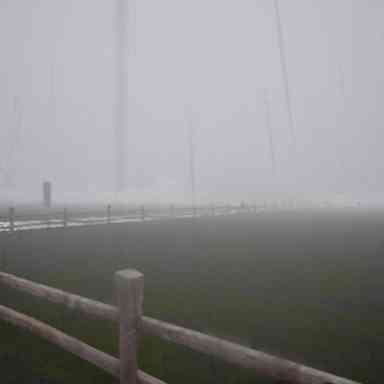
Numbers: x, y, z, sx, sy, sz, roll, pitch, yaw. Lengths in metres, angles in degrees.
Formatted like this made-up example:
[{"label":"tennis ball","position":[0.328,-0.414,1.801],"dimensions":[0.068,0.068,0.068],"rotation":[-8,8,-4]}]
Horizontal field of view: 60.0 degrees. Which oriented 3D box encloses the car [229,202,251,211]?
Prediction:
[{"label":"car","position":[7.744,2.306,54.362],"dimensions":[2.033,1.411,5.357],"rotation":[0,-1,35]}]
